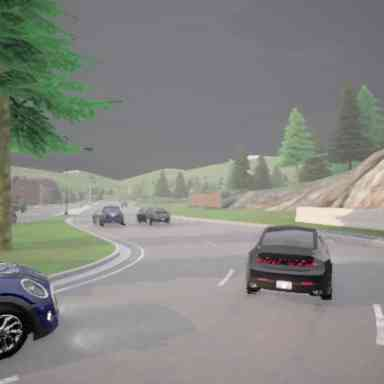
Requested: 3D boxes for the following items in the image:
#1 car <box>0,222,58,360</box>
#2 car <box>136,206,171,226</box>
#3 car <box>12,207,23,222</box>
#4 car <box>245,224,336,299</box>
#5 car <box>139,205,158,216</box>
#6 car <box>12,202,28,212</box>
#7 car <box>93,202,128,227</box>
[{"bbox_3d":[-4.446,1.533,4.895,4.553,1.767,2.097,0,-2,-30],"label":"car"},{"bbox_3d":[-3.488,2.117,29.451,2.128,1.511,4.902,0,-1,-27],"label":"car"},{"bbox_3d":[-19.362,2.532,33.391,2.033,1.411,5.357,-1,-1,-6],"label":"car"},{"bbox_3d":[2.677,1.633,8.907,1.837,1.490,4.892,1,-1,20],"label":"car"},{"bbox_3d":[-6.152,2.591,46.334,1.895,1.301,4.718,-1,-1,-16],"label":"car"},{"bbox_3d":[-34.326,3.012,66.279,2.150,2.045,5.566,-1,-1,-15],"label":"car"},{"bbox_3d":[-7.535,2.056,29.785,2.097,1.767,4.553,0,-1,-25],"label":"car"}]
